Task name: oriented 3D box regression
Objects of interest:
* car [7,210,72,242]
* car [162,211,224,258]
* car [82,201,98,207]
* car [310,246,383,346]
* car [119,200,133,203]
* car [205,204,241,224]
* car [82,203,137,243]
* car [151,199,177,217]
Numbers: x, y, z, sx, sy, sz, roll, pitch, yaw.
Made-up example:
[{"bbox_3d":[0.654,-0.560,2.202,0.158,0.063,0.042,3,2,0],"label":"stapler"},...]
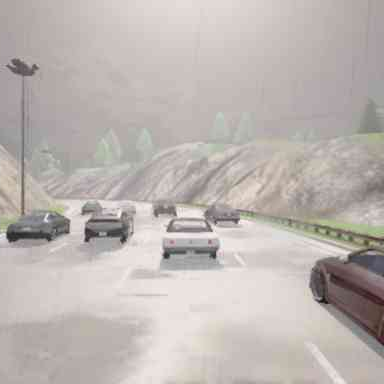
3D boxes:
[{"bbox_3d":[-7.470,1.609,16.673,1.994,1.385,4.181,0,0,-5],"label":"car"},{"bbox_3d":[-0.156,1.635,12.877,1.895,1.301,4.718,0,0,-3],"label":"car"},{"bbox_3d":[-10.827,1.660,35.920,1.994,1.385,4.181,0,0,-15],"label":"car"},{"bbox_3d":[3.566,1.579,5.561,1.994,1.385,4.181,0,0,-1],"label":"car"},{"bbox_3d":[-7.185,1.622,36.155,1.812,1.442,4.674,0,0,-15],"label":"car"},{"bbox_3d":[2.148,1.615,25.231,2.033,1.411,5.357,0,0,-9],"label":"car"},{"bbox_3d":[-3.922,1.536,16.279,2.128,1.511,4.902,0,0,-5],"label":"car"},{"bbox_3d":[-2.828,1.439,32.739,2.097,1.767,4.553,0,0,-12],"label":"car"}]
